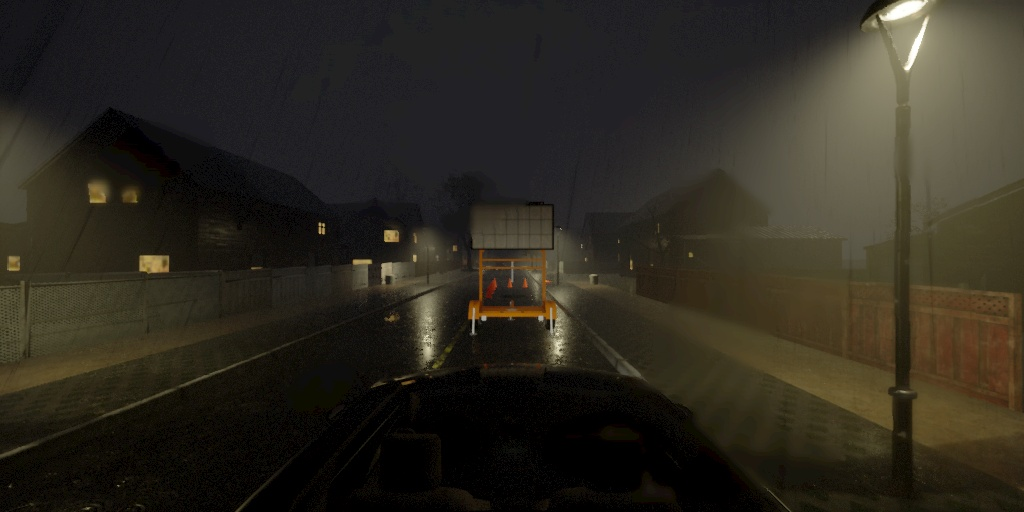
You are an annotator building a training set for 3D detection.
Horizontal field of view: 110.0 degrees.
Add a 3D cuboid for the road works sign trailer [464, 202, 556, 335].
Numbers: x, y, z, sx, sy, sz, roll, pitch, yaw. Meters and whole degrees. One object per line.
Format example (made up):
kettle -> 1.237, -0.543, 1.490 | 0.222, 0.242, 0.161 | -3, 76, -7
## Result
road works sign trailer -> 0.014, 0.223, 10.527 | 2.380, 3.560, 2.880 | 0, 0, 0
